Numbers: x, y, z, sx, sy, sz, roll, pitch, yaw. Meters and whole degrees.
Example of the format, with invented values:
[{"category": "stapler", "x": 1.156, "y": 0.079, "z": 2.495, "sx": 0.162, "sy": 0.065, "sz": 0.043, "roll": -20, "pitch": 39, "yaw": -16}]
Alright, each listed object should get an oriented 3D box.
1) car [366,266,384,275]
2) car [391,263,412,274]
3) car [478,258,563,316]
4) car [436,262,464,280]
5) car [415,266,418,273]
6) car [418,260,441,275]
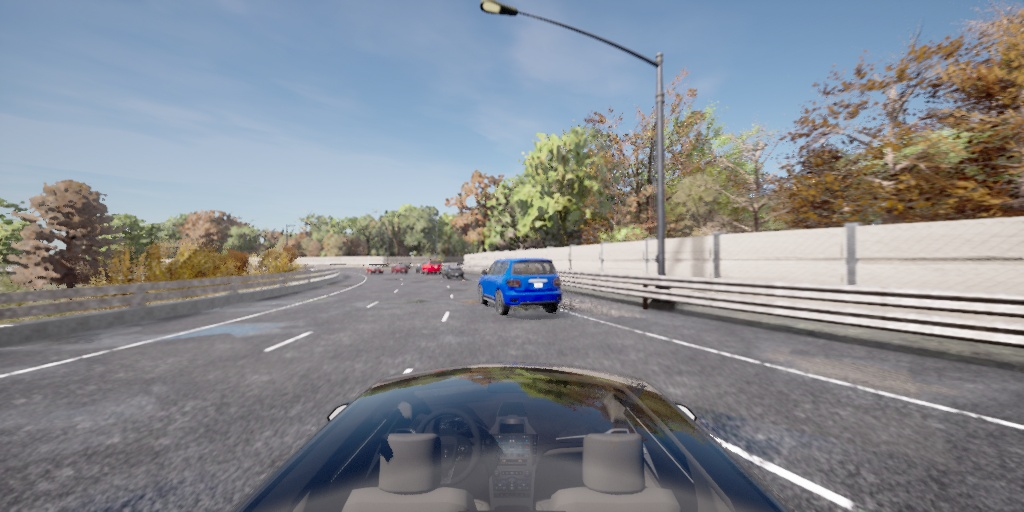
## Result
[{"category": "car", "x": -19.983, "y": 2.043, "z": 52.139, "sx": 1.895, "sy": 1.301, "sz": 4.718, "roll": 0, "pitch": -1, "yaw": -31}, {"category": "car", "x": -16.899, "y": 1.976, "z": 53.797, "sx": 1.812, "sy": 1.442, "sz": 4.674, "roll": 0, "pitch": -1, "yaw": -31}, {"category": "car", "x": 0.122, "y": 1.124, "z": 14.543, "sx": 2.150, "sy": 2.045, "sz": 5.566, "roll": 0, "pitch": -1, "yaw": -17}, {"category": "car", "x": -6.397, "y": 1.712, "z": 38.409, "sx": 2.128, "sy": 1.511, "sz": 4.902, "roll": 0, "pitch": -1, "yaw": -20}, {"category": "car", "x": -13.513, "y": 2.016, "z": 55.064, "sx": 1.994, "sy": 1.385, "sz": 4.181, "roll": 0, "pitch": -1, "yaw": -31}, {"category": "car", "x": -11.284, "y": 1.609, "z": 50.532, "sx": 2.150, "sy": 2.045, "sz": 5.566, "roll": 0, "pitch": -1, "yaw": -24}]
